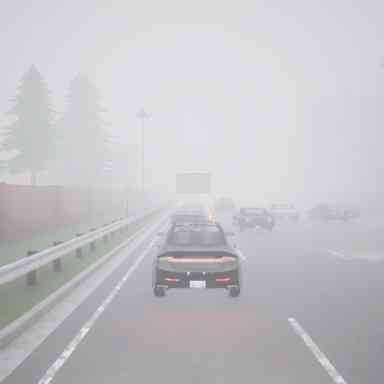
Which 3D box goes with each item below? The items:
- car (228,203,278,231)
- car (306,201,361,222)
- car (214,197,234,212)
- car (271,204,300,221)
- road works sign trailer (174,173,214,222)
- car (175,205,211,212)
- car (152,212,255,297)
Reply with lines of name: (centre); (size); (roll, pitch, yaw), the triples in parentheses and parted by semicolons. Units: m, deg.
car: (3.613, 1.600, 20.414); (1.895, 1.301, 4.718); (0, 0, 0)
car: (10.618, 1.546, 25.960); (2.033, 1.411, 5.357); (0, 0, 0)
car: (3.623, 1.352, 37.475); (2.097, 1.767, 4.553); (0, 0, 0)
car: (7.117, 1.600, 27.014); (1.895, 1.301, 4.718); (0, 0, 0)
road works sign trailer: (0.077, 0.464, 22.936); (2.380, 3.560, 2.880); (0, 0, 0)
car: (-0.004, 1.474, 19.018); (1.882, 1.535, 5.008); (0, 0, 6)
car: (0.106, 1.491, 8.571); (2.128, 1.511, 4.902); (0, 0, 0)
